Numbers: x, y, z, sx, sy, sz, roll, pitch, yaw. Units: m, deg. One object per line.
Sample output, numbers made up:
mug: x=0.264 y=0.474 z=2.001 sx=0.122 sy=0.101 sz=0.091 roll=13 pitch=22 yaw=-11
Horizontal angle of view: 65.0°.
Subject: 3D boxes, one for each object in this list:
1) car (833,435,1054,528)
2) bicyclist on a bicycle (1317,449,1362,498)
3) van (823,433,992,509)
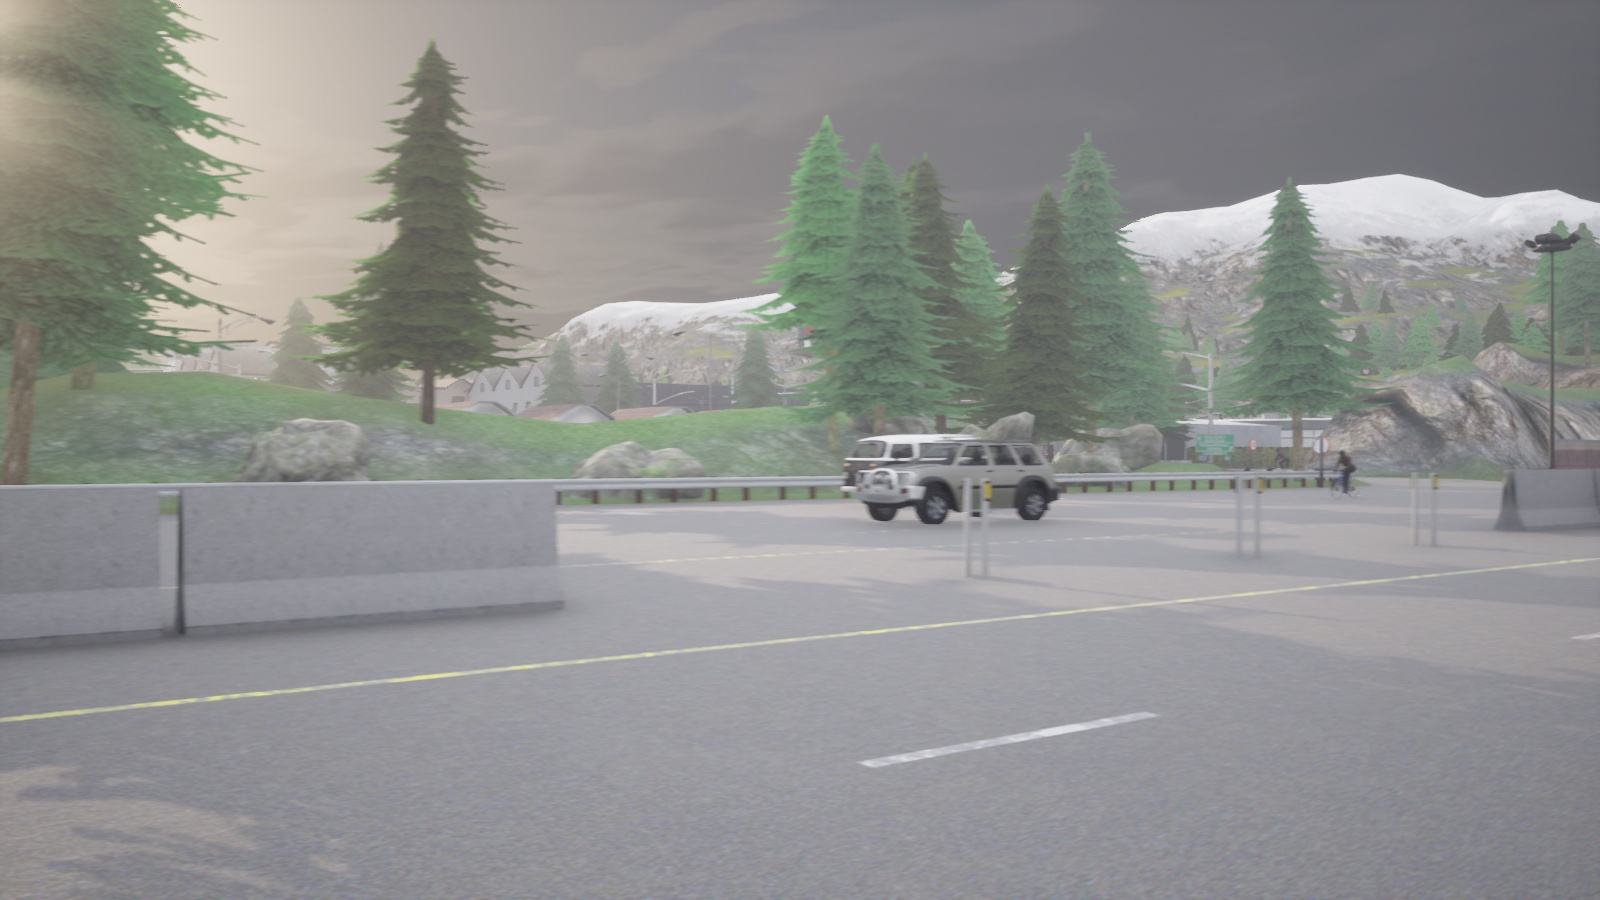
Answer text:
car: x=3.157 y=0.623 z=27.178 sx=4.605 sy=1.855 sz=1.932 roll=0 pitch=0 yaw=-35
bicyclist on a bicycle: x=17.910 y=0.766 z=41.710 sx=1.656 sy=1.620 sz=0.582 roll=0 pitch=0 yaw=-35
van: x=3.069 y=0.550 z=35.645 sx=4.480 sy=2.038 sz=2.069 roll=0 pitch=0 yaw=-35
